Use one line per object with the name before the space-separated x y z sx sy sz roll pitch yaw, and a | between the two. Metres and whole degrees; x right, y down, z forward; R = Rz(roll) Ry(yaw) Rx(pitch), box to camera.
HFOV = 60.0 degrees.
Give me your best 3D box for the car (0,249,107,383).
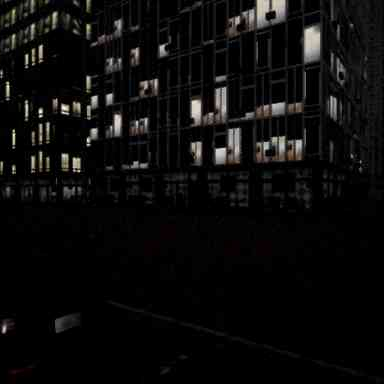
car | -3.144 1.564 5.112 4.313 1.339 1.947 0 0 35
